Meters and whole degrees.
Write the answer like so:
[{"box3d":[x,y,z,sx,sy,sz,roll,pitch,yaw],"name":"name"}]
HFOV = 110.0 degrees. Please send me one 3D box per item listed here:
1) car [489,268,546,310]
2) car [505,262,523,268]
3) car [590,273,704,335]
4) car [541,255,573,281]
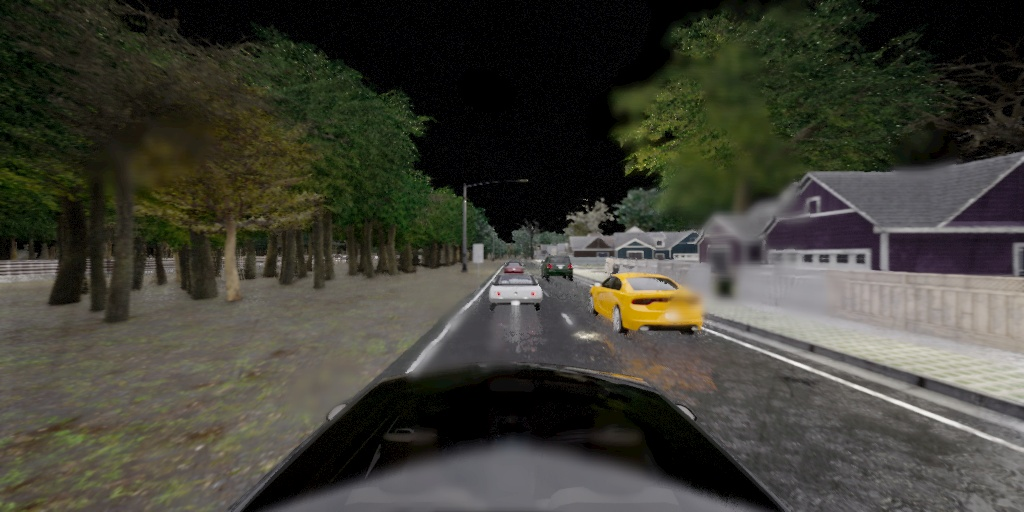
[{"box3d":[0.138,1.352,14.684,1.895,1.301,4.718,0,0,0],"name":"car"},{"box3d":[0.208,1.260,37.379,1.994,1.385,4.181,0,0,0],"name":"car"},{"box3d":[3.625,1.228,10.585,1.882,1.535,5.008,0,0,0],"name":"car"},{"box3d":[3.684,0.961,29.786,2.150,2.045,5.566,0,0,0],"name":"car"}]
